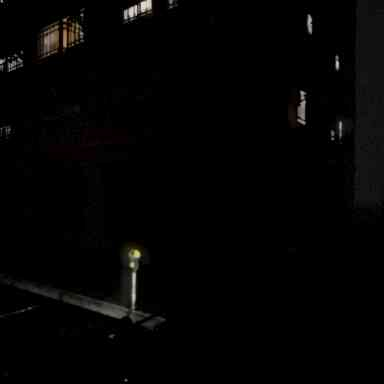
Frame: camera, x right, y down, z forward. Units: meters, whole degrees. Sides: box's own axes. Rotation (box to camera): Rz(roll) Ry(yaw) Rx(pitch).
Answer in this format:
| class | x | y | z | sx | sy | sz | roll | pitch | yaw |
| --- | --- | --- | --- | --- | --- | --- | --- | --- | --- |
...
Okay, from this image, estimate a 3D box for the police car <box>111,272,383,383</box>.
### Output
| class | x | y | z | sx | sy | sz | roll | pitch | yaw |
| --- | --- | --- | --- | --- | --- | --- | --- | --- | --- |
| police car | 1.524 | 1.425 | 2.334 | 5.238 | 1.638 | 1.930 | -1 | 0 | 35 |
